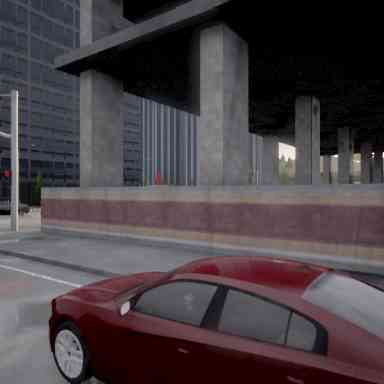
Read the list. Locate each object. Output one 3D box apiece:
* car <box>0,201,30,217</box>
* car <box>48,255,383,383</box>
[{"bbox_3d":[-17.042,1.548,29.504,2.128,1.511,4.902,0,0,36],"label":"car"},{"bbox_3d":[0.404,1.478,3.701,5.008,1.535,1.882,0,0,35],"label":"car"}]
